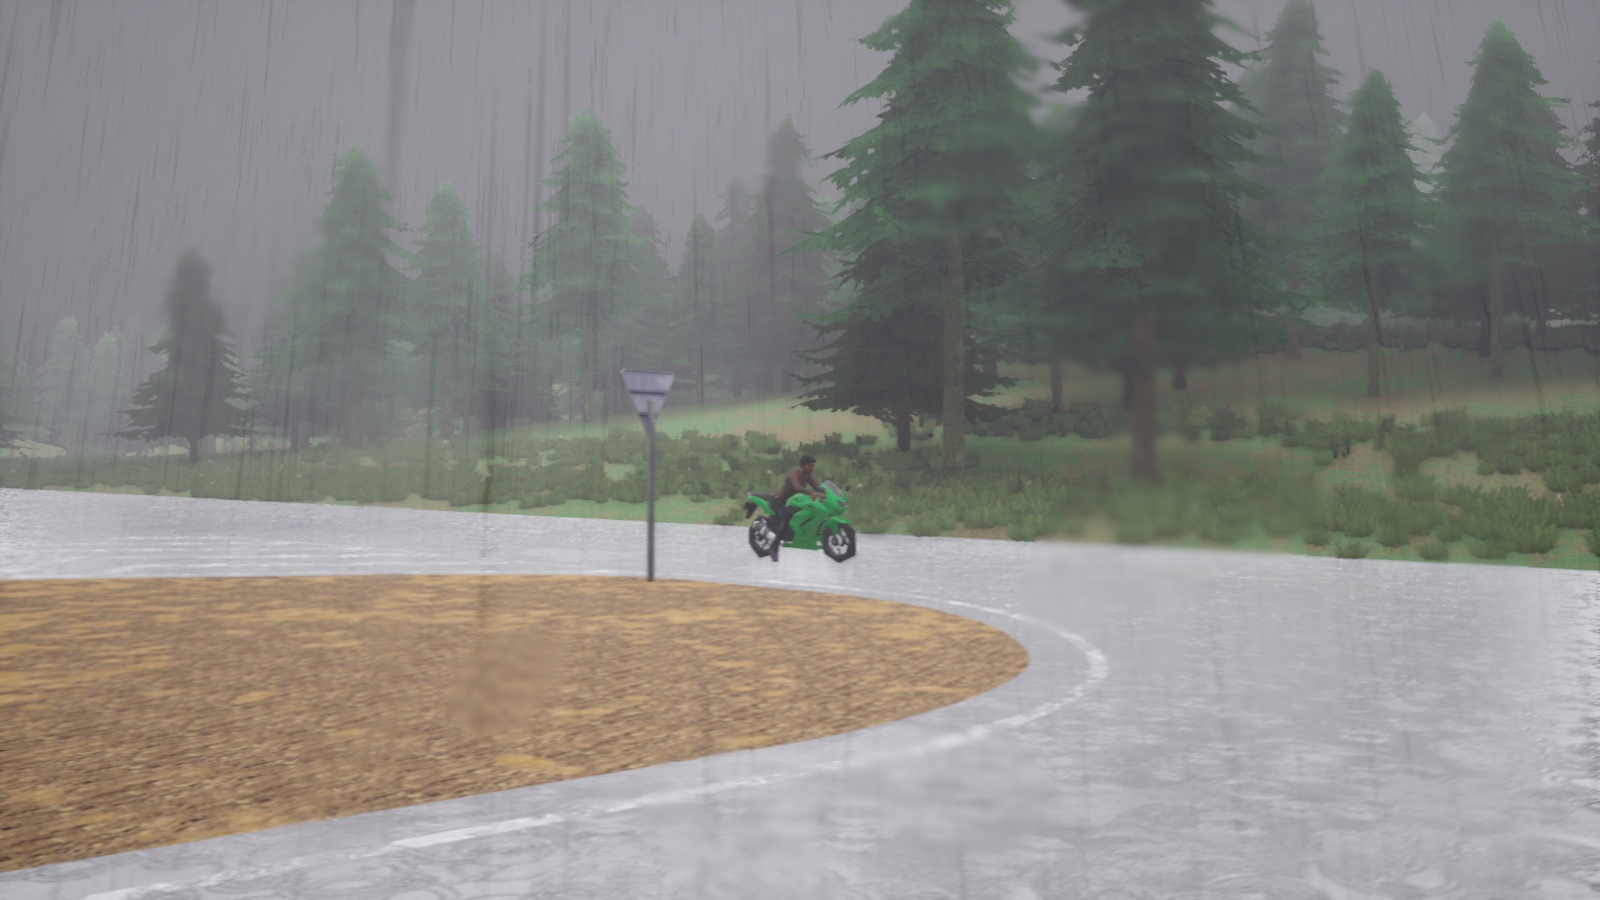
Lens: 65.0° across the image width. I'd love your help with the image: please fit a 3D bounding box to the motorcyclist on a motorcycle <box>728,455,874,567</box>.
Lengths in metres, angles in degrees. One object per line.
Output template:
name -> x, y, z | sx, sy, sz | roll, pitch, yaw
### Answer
motorcyclist on a motorcycle -> -0.007, 0.835, 17.999 | 2.044, 1.523, 0.797 | 0, 0, 39
